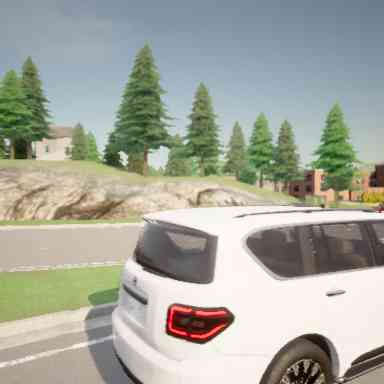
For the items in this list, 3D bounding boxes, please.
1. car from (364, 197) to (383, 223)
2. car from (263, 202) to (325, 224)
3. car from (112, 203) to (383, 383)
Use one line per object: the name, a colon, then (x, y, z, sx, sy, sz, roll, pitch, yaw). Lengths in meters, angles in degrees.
car: (15.145, 1.292, 24.556, 4.553, 1.767, 2.097, 0, 0, -26)
car: (7.645, 1.518, 24.802, 4.181, 1.385, 1.994, 0, 0, -26)
car: (1.740, 1.211, 4.593, 5.566, 2.045, 2.150, 0, 0, -30)
